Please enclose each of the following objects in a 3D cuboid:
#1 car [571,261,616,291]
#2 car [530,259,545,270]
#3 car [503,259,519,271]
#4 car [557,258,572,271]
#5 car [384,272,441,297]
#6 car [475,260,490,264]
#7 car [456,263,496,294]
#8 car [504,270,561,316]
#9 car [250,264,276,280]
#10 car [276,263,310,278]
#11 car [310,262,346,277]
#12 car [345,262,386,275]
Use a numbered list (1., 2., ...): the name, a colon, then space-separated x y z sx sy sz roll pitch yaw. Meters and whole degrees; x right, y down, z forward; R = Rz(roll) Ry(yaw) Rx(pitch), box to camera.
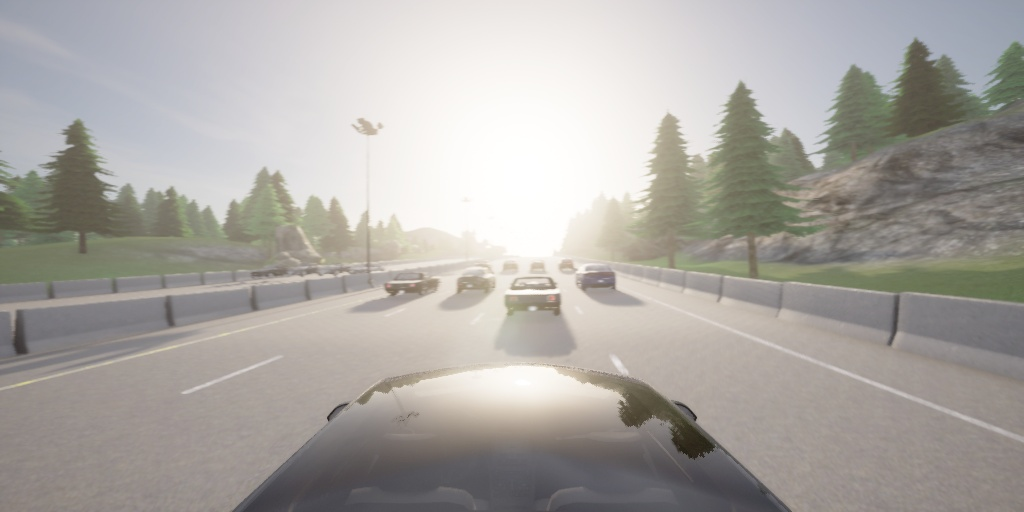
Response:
1. car: 4.939 1.182 21.629 1.882 1.535 5.008 -1 0 4
2. car: 3.310 1.091 46.185 2.128 1.511 4.902 -1 1 4
3. car: -0.129 1.157 47.103 1.882 1.535 5.008 -1 1 4
4. car: 6.733 1.029 45.042 1.837 1.490 4.892 -1 1 4
5. car: -5.632 1.576 21.017 1.895 1.301 4.718 -1 0 4
6. car: -3.704 1.276 46.235 2.128 1.511 4.902 -1 1 4
7. car: -2.091 1.410 21.474 1.812 1.442 4.674 -1 0 4
8. car: 0.829 1.400 13.763 1.895 1.301 4.718 -1 0 4
9. car: -25.472 1.561 38.342 1.882 1.535 5.008 -1 0 4
10. car: -21.983 1.480 38.076 2.128 1.511 4.902 -1 0 4
11. car: -18.494 1.391 37.809 2.128 1.511 4.902 -1 0 4
12. car: -15.005 1.411 37.510 1.895 1.301 4.718 -1 0 4
